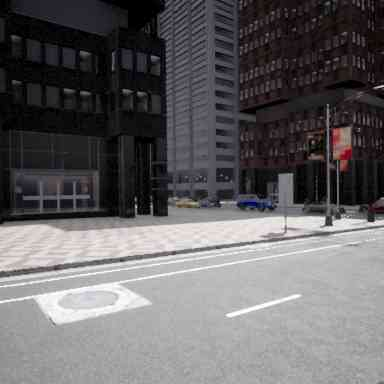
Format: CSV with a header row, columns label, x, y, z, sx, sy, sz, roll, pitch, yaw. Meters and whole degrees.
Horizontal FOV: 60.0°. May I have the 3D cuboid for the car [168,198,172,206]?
label,x,y,z,sx,sy,sz,roll,pitch,yaw
car,-3.309,1.728,57.800,1.994,1.385,4.181,-1,0,-35

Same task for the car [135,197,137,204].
label,x,y,z,sx,sy,sz,roll,pitch,yaw
car,-10.141,1.818,62.703,1.802,1.307,4.206,-1,1,-36

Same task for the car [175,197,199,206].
label,x,y,z,sx,sy,sz,roll,pitch,yaw
car,-0.951,1.622,59.926,1.837,1.490,4.892,-1,0,-36

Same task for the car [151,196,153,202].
label,x,y,z,sx,sy,sz,roll,pitch,yaw
car,-9.507,1.593,76.478,1.967,1.590,4.097,-1,1,-36

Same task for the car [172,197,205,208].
label,x,y,z,sx,sy,sz,roll,pitch,yaw
car,-0.581,1.698,49.318,1.752,1.417,4.829,-1,1,-36

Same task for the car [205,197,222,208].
label,x,y,z,sx,sy,sz,roll,pitch,yaw
car,2.484,1.691,49.625,1.994,1.385,4.181,-1,0,-35

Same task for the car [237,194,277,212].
label,x,y,z,sx,sy,sz,roll,pitch,yaw
car,8.038,1.314,41.829,2.150,2.045,5.566,-1,0,-36

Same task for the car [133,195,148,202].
label,x,y,z,sx,sy,sz,roll,pitch,yaw
car,-12.660,1.616,80.893,1.967,1.590,4.097,-1,1,-36

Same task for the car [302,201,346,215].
label,x,y,z,sx,sy,sz,roll,pitch,yaw
car,13.495,1.624,34.203,1.994,1.385,4.181,-1,0,-36

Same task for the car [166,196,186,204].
label,x,y,z,sx,sy,sz,roll,pitch,yaw
car,-3.299,1.634,67.788,1.752,1.417,4.829,-1,1,-36

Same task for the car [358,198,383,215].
label,x,y,z,sx,sy,sz,roll,pitch,yaw
car,18.782,1.346,32.395,2.097,1.767,4.553,-1,0,-43

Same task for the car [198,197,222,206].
label,x,y,z,sx,sy,sz,roll,pitch,yaw
car,3.107,1.610,58.821,1.887,1.381,4.507,-1,1,-36

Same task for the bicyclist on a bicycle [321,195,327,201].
label,x,y,z,sx,sy,sz,roll,pitch,yaw
bicyclist on a bicycle,17.380,1.250,43.770,1.656,1.620,0.582,-1,1,-36
